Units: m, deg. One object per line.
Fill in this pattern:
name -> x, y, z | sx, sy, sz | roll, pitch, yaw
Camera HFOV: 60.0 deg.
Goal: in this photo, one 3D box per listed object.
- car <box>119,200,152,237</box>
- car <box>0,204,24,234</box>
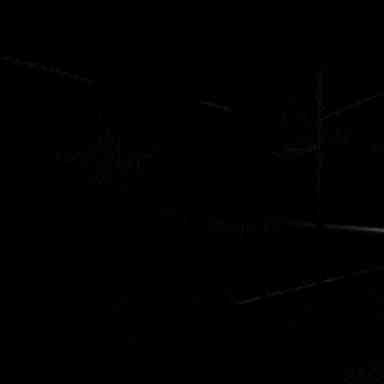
car -> -3.887, 1.390, 18.631 | 1.905, 1.878, 3.866 | 0, 0, -35
car -> -11.015, 1.489, 18.923 | 2.242, 1.667, 4.611 | 0, 0, -35
